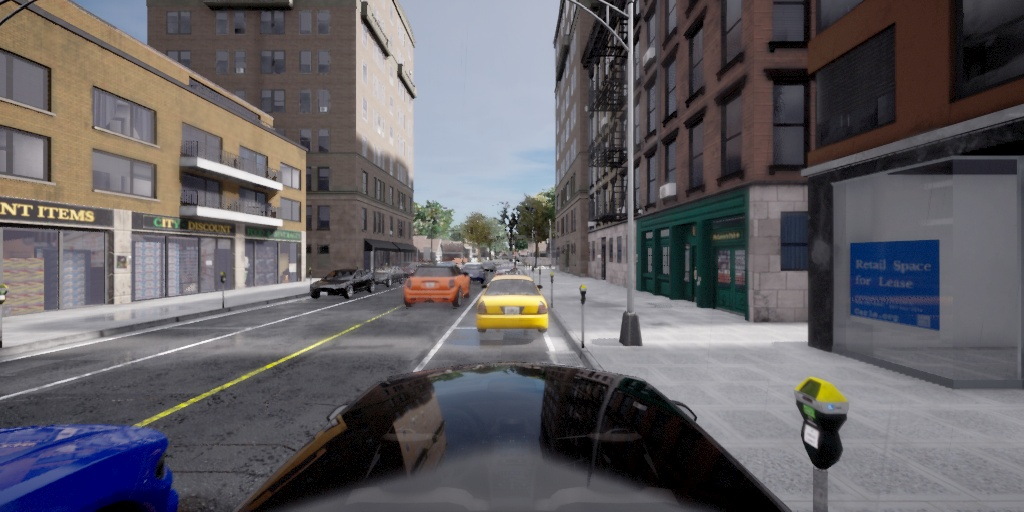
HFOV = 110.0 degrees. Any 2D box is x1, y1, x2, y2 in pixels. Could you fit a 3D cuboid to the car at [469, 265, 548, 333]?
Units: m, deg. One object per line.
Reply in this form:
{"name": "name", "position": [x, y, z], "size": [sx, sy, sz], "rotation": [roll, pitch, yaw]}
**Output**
{"name": "car", "position": [0.005, 1.207, 10.690], "size": [1.801, 1.575, 5.366], "rotation": [0, 0, 0]}

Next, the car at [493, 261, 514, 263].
{"name": "car", "position": [-0.383, 1.281, 29.411], "size": [1.751, 1.417, 4.829], "rotation": [0, 0, 0]}

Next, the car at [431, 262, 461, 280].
{"name": "car", "position": [-5.867, 1.283, 32.490], "size": [1.812, 1.442, 4.674], "rotation": [0, 0, 0]}

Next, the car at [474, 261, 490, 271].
{"name": "car", "position": [-2.938, 1.319, 27.602], "size": [1.994, 1.385, 4.181], "rotation": [0, 0, 0]}

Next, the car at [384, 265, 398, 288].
{"name": "car", "position": [-8.408, 1.303, 23.719], "size": [2.007, 1.370, 4.403], "rotation": [0, 0, 0]}

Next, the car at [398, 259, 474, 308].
{"name": "car", "position": [-3.020, 1.102, 15.366], "size": [2.097, 1.767, 4.553], "rotation": [0, 0, 0]}

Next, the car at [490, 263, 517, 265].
{"name": "car", "position": [-0.383, 1.334, 23.722], "size": [1.802, 1.307, 4.207], "rotation": [0, 0, 0]}

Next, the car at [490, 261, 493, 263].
{"name": "car", "position": [-2.933, 1.331, 44.726], "size": [1.994, 1.385, 4.181], "rotation": [0, 0, 0]}

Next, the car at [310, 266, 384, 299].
{"name": "car", "position": [-8.408, 1.316, 18.201], "size": [1.948, 1.339, 4.313], "rotation": [0, 0, 0]}
